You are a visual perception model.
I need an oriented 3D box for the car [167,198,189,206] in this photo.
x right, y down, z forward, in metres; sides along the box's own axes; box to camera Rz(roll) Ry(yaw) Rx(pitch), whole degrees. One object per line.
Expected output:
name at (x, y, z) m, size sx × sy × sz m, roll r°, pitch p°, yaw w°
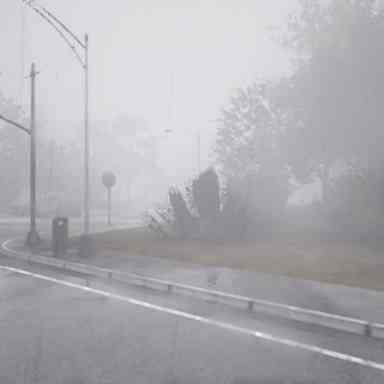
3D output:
car at (-1.021, 1.606, 46.197) m, size 1.994 × 1.385 × 4.181 m, roll 0°, pitch 0°, yaw 32°

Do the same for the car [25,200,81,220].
car at (-11.824, 1.602, 29.038) m, size 1.994 × 1.385 × 4.181 m, roll 0°, pitch 0°, yaw 32°

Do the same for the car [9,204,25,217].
car at (-14.555, 1.535, 31.271) m, size 2.128 × 1.511 × 4.902 m, roll 0°, pitch 0°, yaw 32°

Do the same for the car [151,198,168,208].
car at (-4.009, 1.573, 48.021) m, size 1.812 × 1.442 × 4.674 m, roll 0°, pitch 0°, yaw 32°
